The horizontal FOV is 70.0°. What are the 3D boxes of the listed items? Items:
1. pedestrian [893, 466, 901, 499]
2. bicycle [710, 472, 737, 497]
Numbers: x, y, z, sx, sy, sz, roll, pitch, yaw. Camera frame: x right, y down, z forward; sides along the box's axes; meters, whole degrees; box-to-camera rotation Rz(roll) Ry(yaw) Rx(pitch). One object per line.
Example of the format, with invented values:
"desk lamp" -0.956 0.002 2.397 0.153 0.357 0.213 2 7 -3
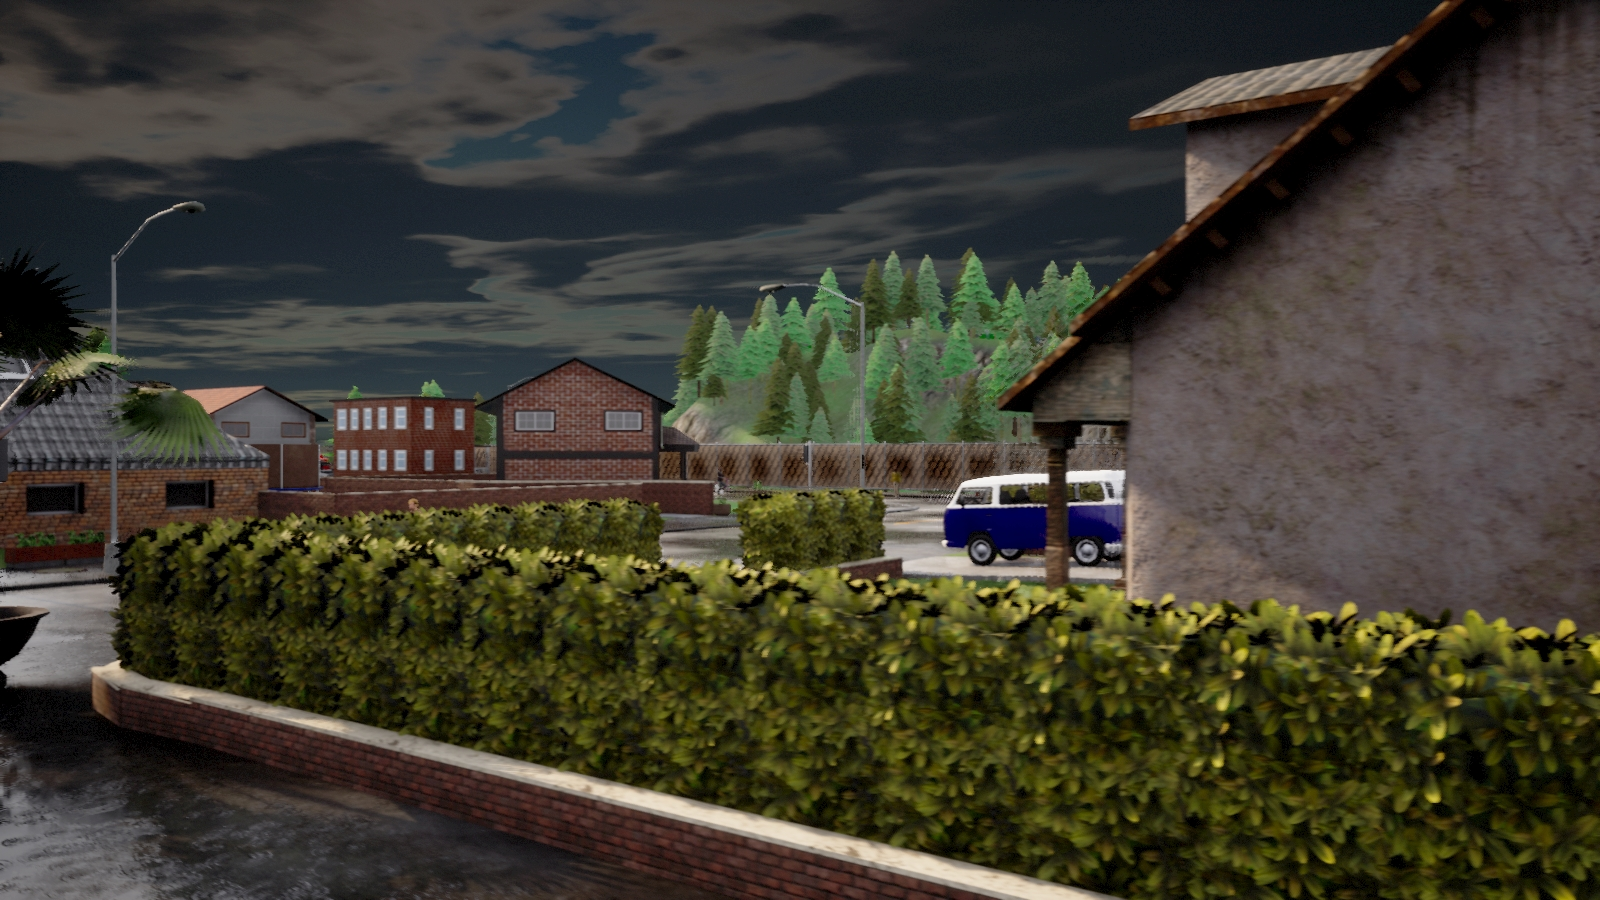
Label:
"pedestrian" 5.529 1.848 65.327 0.375 1.860 0.375 0 0 15
"bicycle" -4.568 2.060 68.079 1.835 1.471 0.329 0 0 35
